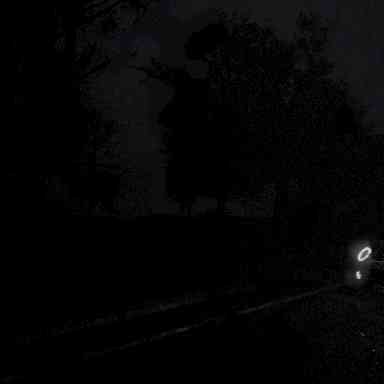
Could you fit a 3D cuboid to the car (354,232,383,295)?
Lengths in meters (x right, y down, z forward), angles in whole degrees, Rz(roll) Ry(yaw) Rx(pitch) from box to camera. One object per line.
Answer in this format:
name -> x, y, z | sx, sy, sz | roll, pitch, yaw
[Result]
car -> 5.803, 1.378, 7.813 | 4.553, 1.767, 2.097 | 0, 0, -35
